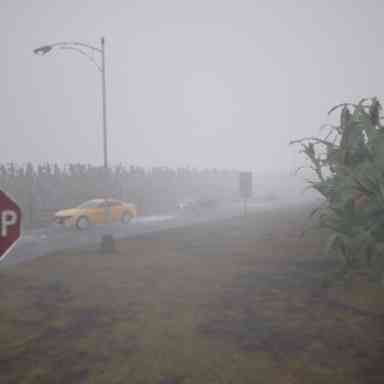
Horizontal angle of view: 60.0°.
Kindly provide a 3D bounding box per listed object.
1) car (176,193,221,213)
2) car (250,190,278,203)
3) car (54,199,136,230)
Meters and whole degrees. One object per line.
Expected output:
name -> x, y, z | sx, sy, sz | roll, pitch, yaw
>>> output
car -> 0.622, 0.866, 27.800 | 2.128, 1.511, 4.902 | 0, 2, 36
car -> 8.449, 0.453, 38.464 | 1.812, 1.442, 4.674 | 0, 2, 37
car -> -5.530, 1.183, 19.461 | 1.882, 1.535, 5.008 | 0, 2, 37
